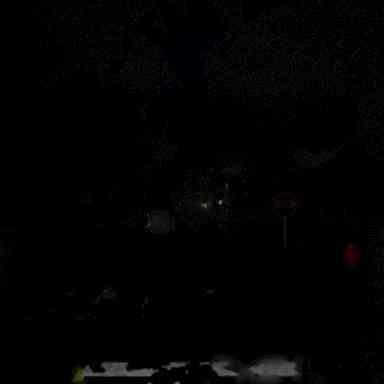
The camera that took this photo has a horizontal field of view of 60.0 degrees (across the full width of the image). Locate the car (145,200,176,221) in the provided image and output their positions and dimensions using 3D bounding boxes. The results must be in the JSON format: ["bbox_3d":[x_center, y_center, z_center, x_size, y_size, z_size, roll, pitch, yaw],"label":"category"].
[{"bbox_3d":[-2.789,1.704,28.708,2.033,1.411,5.357,0,0,0],"label":"car"}]

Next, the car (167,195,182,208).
[{"bbox_3d":[-2.823,1.508,54.862,2.150,2.045,5.566,0,0,0],"label":"car"}]
